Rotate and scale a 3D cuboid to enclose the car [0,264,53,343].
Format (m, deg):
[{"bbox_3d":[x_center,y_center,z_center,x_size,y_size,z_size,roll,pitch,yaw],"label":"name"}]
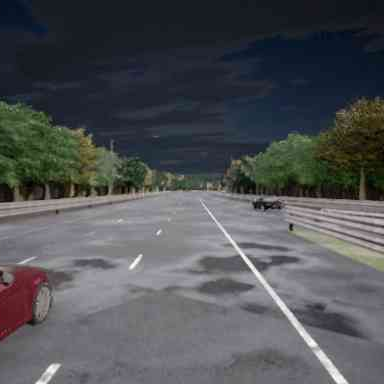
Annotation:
[{"bbox_3d":[-3.398,1.501,4.033,1.812,1.442,4.674,0,0,0],"label":"car"}]

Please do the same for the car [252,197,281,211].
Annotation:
[{"bbox_3d":[8.230,1.307,37.195,1.882,1.535,5.008,0,0,-10],"label":"car"}]
